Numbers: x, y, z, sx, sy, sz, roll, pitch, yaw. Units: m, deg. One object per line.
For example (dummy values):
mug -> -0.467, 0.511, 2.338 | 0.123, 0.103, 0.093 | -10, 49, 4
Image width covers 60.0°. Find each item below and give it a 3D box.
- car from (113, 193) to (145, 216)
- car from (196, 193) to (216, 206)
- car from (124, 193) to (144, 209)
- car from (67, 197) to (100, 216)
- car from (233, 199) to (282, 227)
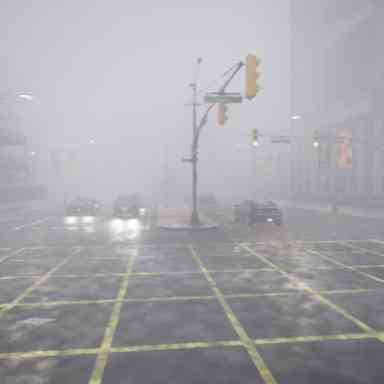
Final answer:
car -> -5.191, 1.047, 26.768 | 2.128, 1.511, 4.902 | 0, 1, -6
car -> 1.622, 0.824, 38.965 | 2.128, 1.511, 4.902 | 0, 1, -6
car -> -6.237, 0.904, 36.176 | 1.837, 1.490, 4.892 | 0, 1, -6
car -> -8.732, 1.124, 27.029 | 1.994, 1.385, 4.181 | 0, 1, -6
car -> 3.778, 1.157, 19.719 | 1.837, 1.490, 4.892 | 0, 1, -6
